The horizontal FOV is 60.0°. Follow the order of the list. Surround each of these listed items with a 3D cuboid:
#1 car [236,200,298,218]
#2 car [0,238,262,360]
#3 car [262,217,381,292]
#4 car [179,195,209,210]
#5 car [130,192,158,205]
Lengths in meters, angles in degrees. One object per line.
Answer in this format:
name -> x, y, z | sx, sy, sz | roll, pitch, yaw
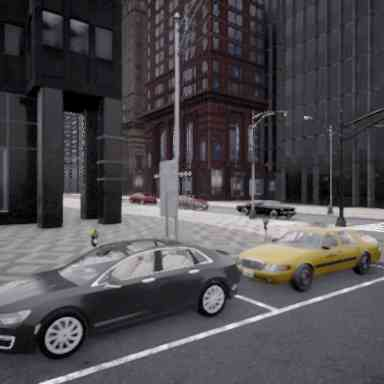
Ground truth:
car -> 5.671, 1.306, 25.556 | 1.895, 1.301, 4.718 | 0, 1, -36
car -> -1.093, 1.552, 5.868 | 4.403, 1.369, 2.008 | 0, 0, -36
car -> 3.255, 1.531, 8.973 | 4.829, 1.417, 1.752 | 0, 0, -36
car -> -0.204, 1.045, 33.688 | 1.812, 1.442, 4.674 | 0, 1, -36
car -> -6.147, 0.815, 41.935 | 1.882, 1.535, 5.008 | 0, 1, -36
